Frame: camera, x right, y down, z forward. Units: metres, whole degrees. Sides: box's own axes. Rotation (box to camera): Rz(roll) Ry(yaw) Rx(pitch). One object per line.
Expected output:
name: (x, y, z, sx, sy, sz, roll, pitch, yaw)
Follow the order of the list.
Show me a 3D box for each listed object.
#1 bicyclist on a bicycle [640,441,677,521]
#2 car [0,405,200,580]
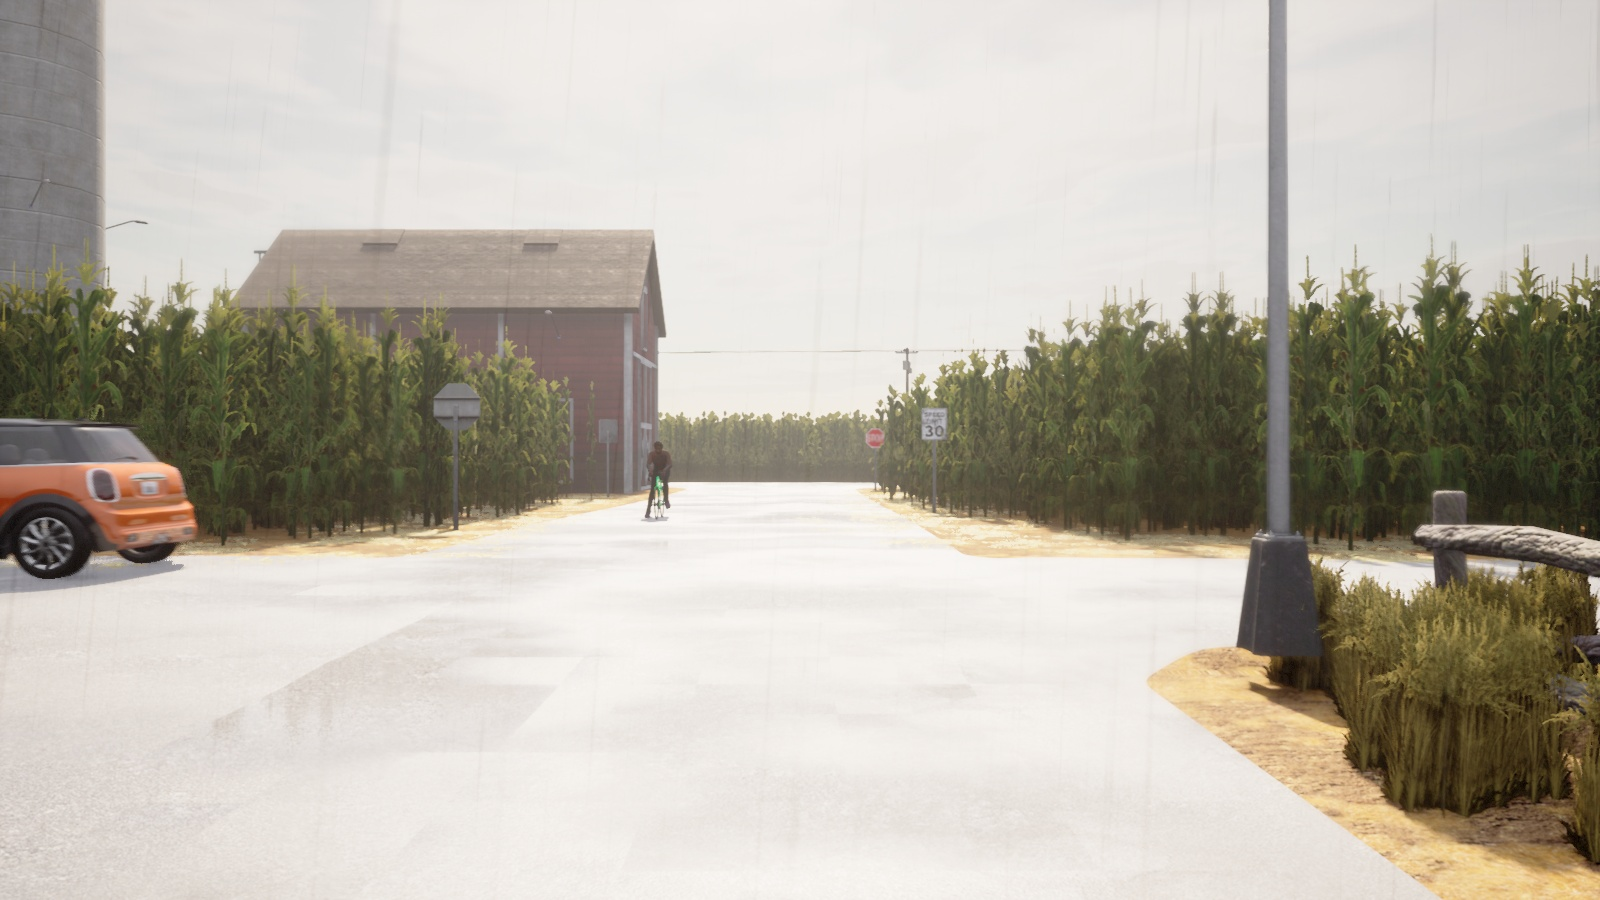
bicyclist on a bicycle: (-2.948, 0.635, 26.303, 0.582, 1.620, 1.656, 0, 0, 0)
car: (-9.357, 0.436, 13.778, 4.553, 1.767, 2.097, 0, 0, 1)
